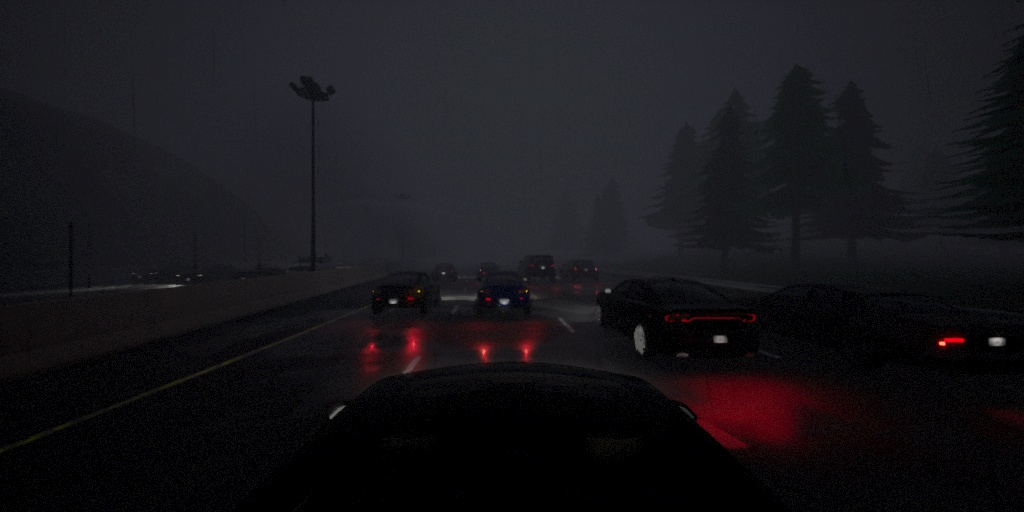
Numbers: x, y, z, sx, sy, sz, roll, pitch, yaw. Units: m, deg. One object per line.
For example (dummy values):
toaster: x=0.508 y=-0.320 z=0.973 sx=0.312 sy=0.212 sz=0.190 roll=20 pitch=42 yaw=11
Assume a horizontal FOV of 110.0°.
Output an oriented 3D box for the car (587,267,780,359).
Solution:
car: x=3.375 y=1.207 z=8.404 sx=1.882 sy=1.535 sz=5.008 roll=0 pitch=0 yaw=-2

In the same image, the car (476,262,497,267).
car: x=-1.959 y=1.213 z=29.490 sx=1.812 sy=1.442 sz=4.674 roll=0 pitch=0 yaw=-8

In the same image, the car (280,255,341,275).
car: x=-16.232 y=0.926 z=29.334 sx=2.150 sy=2.045 sz=5.566 roll=0 pitch=0 yaw=-8

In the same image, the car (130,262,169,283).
car: x=-26.615 y=1.216 z=27.700 sx=2.128 sy=1.511 sz=4.902 roll=0 pitch=0 yaw=-9

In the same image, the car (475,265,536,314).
car: x=-0.367 y=1.248 z=13.521 sx=1.812 sy=1.442 sz=4.674 roll=0 pitch=0 yaw=-3

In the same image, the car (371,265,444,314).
car: x=-3.879 y=1.253 z=13.585 sx=1.812 sy=1.442 sz=4.674 roll=0 pitch=0 yaw=-4

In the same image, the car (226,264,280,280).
car: x=-19.570 y=1.314 z=27.991 sx=1.895 sy=1.301 sz=4.718 roll=0 pitch=0 yaw=-8

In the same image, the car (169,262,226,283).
car: x=-23.061 y=1.266 z=27.714 sx=2.033 sy=1.411 sz=5.357 roll=0 pitch=0 yaw=-8

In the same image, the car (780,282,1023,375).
car: x=6.919 y=1.275 z=7.670 sx=2.033 sy=1.411 sz=5.357 roll=0 pitch=0 yaw=-1

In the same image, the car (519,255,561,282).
car: x=1.840 y=0.908 z=27.694 sx=2.150 sy=2.045 sz=5.566 roll=0 pitch=0 yaw=-7

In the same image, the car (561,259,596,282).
car: x=5.222 y=1.032 z=28.591 sx=2.097 sy=1.767 sz=4.553 roll=0 pitch=0 yaw=-7

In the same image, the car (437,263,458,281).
car: x=-5.390 y=1.257 z=28.832 sx=1.994 sy=1.385 sz=4.181 roll=0 pitch=0 yaw=-8
